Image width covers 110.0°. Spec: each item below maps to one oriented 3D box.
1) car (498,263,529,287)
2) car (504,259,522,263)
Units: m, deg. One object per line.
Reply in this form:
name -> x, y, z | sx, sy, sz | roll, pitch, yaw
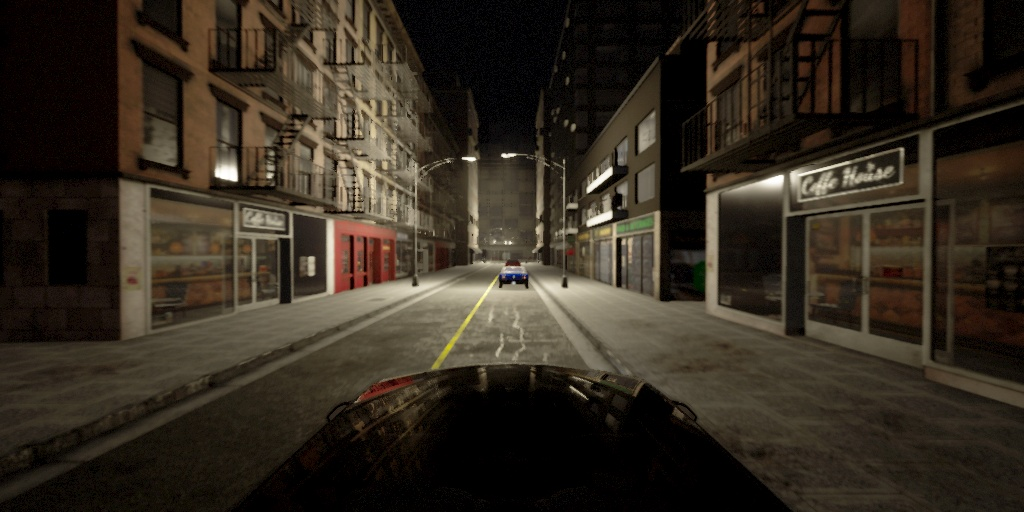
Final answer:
car -> 0.107, 1.318, 23.587 | 1.895, 1.301, 4.718 | 0, 0, 0
car -> 0.113, 1.143, 42.353 | 1.882, 1.535, 5.008 | 0, 0, 0
